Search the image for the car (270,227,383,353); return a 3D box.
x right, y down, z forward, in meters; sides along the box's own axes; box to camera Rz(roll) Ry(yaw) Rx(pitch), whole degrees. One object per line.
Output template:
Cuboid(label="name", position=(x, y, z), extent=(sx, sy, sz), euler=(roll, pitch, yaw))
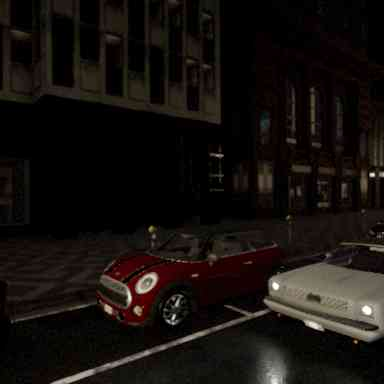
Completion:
Cuboid(label="car", position=(3.480, 1.593, 6.148), extent=(4.718, 1.301, 1.895), euler=(0, 0, -38))

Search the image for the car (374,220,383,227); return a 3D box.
Cuboid(label="car", position=(9.005, 1.521, 13.875), extent=(4.403, 1.369, 2.008), euler=(0, 0, -38))

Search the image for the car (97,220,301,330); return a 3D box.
Cuboid(label="car", position=(0.142, 1.461, 6.910), extent=(4.097, 1.590, 1.967), euler=(0, 0, -38))

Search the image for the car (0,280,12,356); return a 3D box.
Cuboid(label="car", position=(-4.289, 1.613, 3.426), extent=(4.313, 1.339, 1.947), euler=(0, 0, -38))
